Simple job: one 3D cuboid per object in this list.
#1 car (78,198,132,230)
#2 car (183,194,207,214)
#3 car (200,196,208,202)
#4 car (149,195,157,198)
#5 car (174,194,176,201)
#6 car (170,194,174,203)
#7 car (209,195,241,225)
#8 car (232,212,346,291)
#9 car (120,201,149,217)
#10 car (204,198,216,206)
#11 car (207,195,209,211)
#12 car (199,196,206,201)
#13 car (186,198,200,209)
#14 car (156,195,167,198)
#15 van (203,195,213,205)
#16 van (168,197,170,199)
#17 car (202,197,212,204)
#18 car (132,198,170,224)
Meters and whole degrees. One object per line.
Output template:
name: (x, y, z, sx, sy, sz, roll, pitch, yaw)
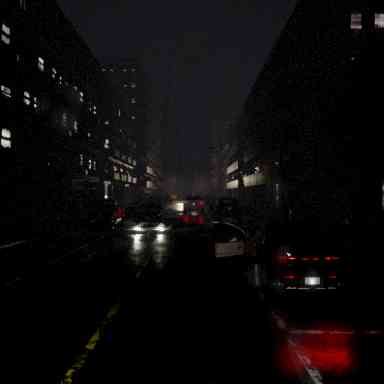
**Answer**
car: (-5.609, 1.330, 21.379, 2.192, 1.841, 5.009, 0, 0, 0)
car: (0.197, 1.258, 35.980, 2.150, 2.045, 5.566, 0, 0, 1)
car: (2.993, 1.745, 83.937, 1.802, 1.307, 4.206, 0, 0, 0)
car: (-5.548, 1.480, 38.451, 1.967, 1.590, 4.097, 0, 0, 0)
car: (-5.407, 1.724, 78.280, 1.802, 1.307, 4.206, 0, 0, 0)
car: (-5.428, 1.648, 72.419, 1.752, 1.417, 4.829, 0, 0, 0)
car: (2.792, 1.338, 27.038, 2.192, 1.841, 5.009, 0, 0, 0)
car: (2.386, 1.508, 8.989, 1.837, 1.490, 4.892, 0, 0, 0)
car: (-5.569, 1.582, 32.760, 2.008, 1.369, 4.403, 0, 0, 0)
car: (2.892, 1.656, 55.488, 1.802, 1.307, 4.206, 0, 0, 0)
car: (2.832, 1.480, 38.418, 1.967, 1.590, 4.097, 0, 0, 0)
car: (3.034, 1.786, 95.318, 1.802, 1.307, 4.206, 0, 0, 0)
car: (0.202, 1.559, 46.238, 1.837, 1.490, 4.892, 0, 0, 1)
car: (-5.507, 1.376, 49.830, 2.192, 1.841, 5.009, 0, 0, 0)
van: (2.914, 1.430, 61.177, 1.690, 1.788, 3.998, 0, 0, 0)
van: (-5.466, 1.430, 61.209, 1.690, 1.788, 3.998, 0, 0, 0)
car: (2.932, 1.650, 66.867, 1.887, 1.381, 4.507, 0, 0, 0)
car: (-3.012, 1.497, 25.123, 1.882, 1.535, 5.008, 0, 0, 0)
